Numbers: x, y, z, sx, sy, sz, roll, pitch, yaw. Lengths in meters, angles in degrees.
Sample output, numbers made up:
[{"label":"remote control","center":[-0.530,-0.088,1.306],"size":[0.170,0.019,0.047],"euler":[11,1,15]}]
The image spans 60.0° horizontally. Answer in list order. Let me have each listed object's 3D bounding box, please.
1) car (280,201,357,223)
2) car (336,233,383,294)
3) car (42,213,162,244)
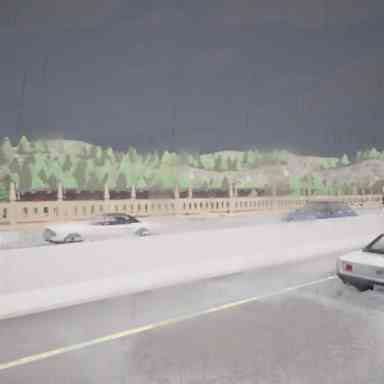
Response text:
[{"label":"car","center":[6.648,1.285,17.324],"size":[4.553,1.767,2.097],"euler":[0,0,-35]},{"label":"car","center":[5.421,1.563,7.618],"size":[4.718,1.301,1.895],"euler":[0,0,-36]},{"label":"car","center":[-3.758,1.579,14.206],"size":[4.718,1.301,1.895],"euler":[0,0,-35]}]
